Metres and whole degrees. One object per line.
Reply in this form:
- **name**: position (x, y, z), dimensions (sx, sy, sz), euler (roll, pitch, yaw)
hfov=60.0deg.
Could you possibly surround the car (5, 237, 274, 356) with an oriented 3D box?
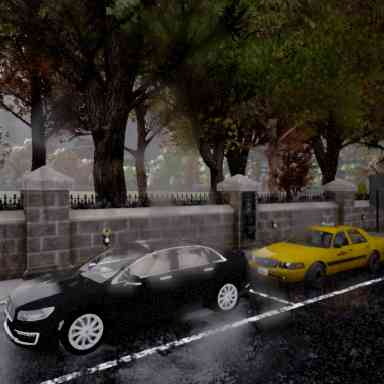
- **car**: position (-0.834, 1.551, 5.970), dimensions (4.403, 1.369, 2.008), euler (0, 0, -36)

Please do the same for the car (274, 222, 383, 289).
- **car**: position (3.607, 1.526, 9.148), dimensions (4.829, 1.417, 1.752), euler (0, 0, -36)
